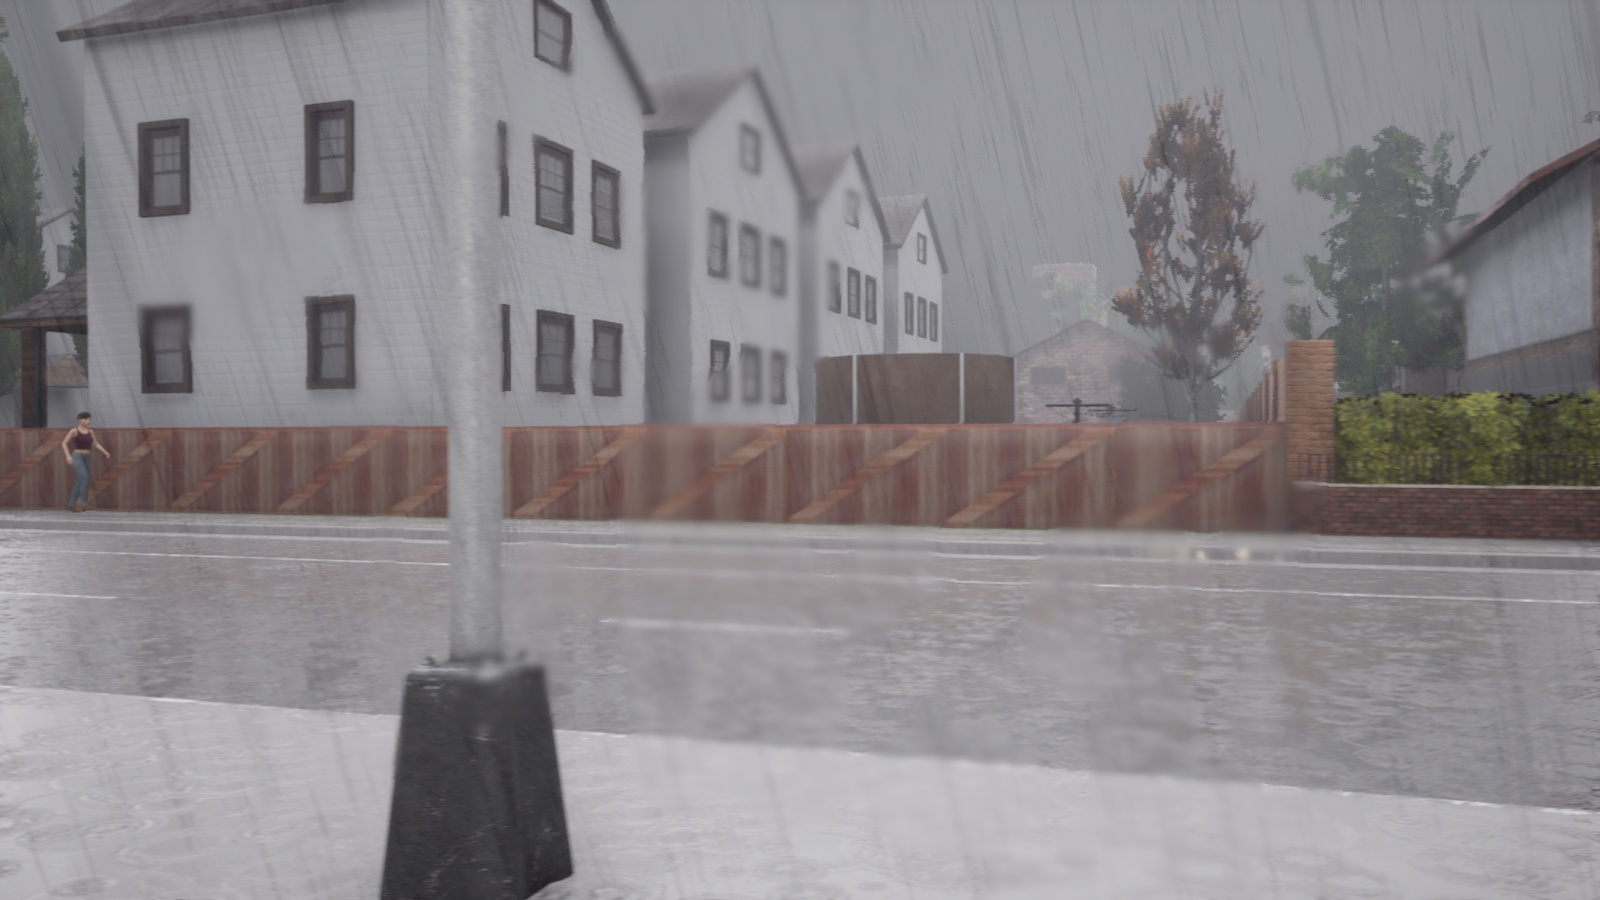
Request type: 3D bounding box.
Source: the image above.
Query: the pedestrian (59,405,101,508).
[{"bbox_3d":[-12.986,0.118,22.661,0.594,1.836,0.345,0,1,19],"label":"pedestrian"}]
